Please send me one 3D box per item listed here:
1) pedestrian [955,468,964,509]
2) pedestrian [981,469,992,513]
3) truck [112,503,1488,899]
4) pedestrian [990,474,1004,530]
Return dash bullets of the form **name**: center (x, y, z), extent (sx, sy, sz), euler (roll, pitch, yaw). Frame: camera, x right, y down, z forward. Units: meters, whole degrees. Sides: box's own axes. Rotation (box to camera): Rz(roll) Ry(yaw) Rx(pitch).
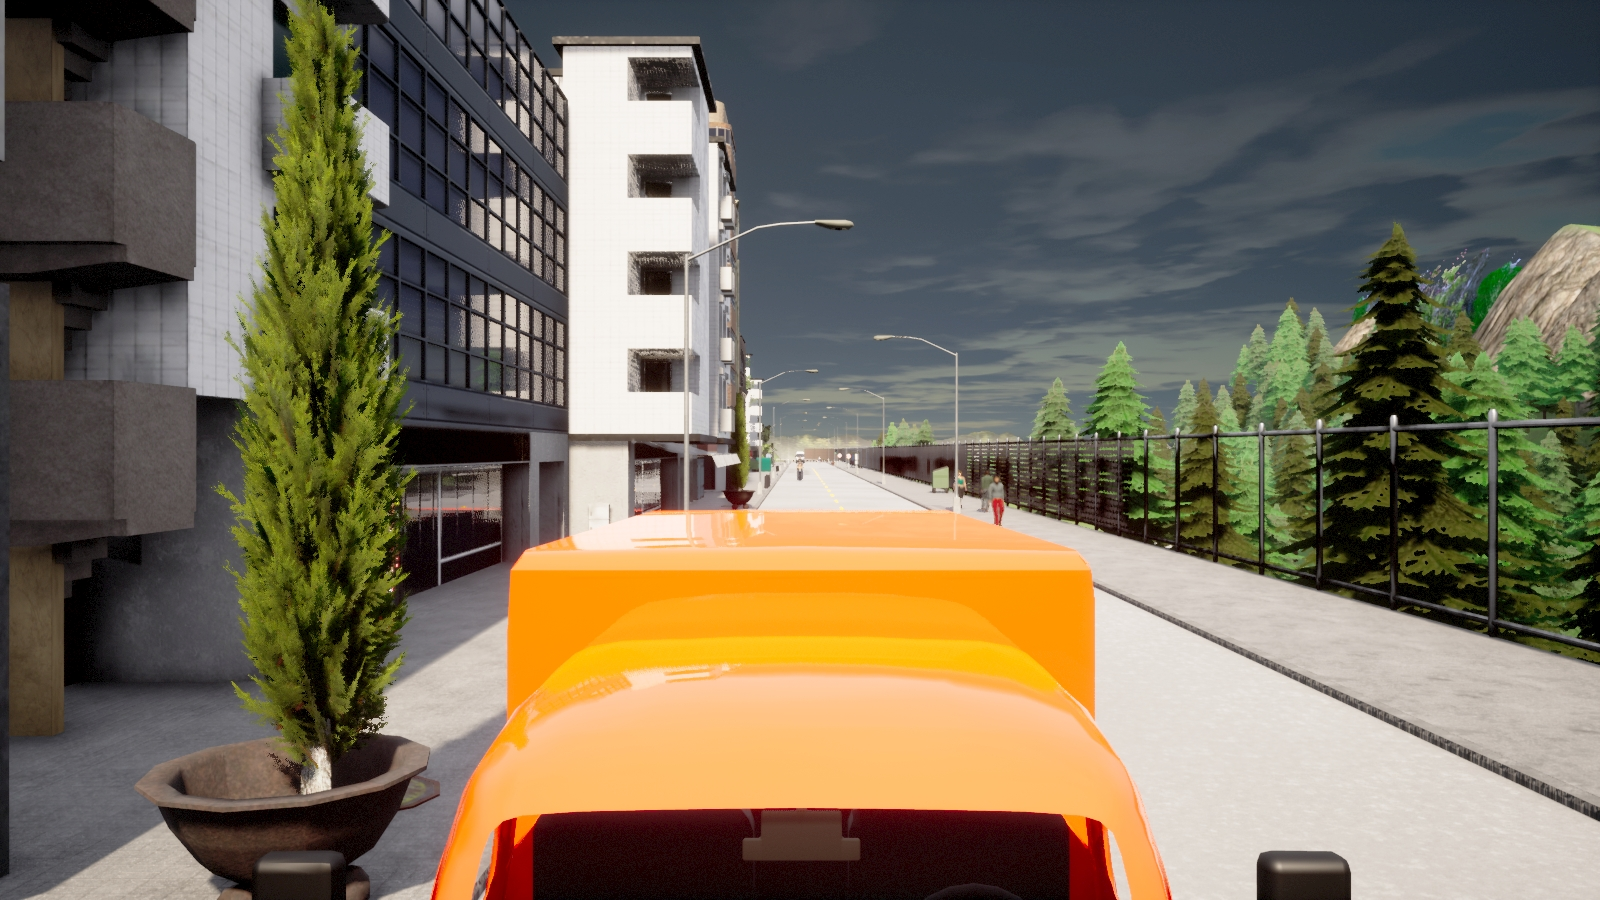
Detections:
- **pedestrian**: center (7.258, 1.765, 51.964), extent (0.375, 1.860, 0.375), euler (0, 0, -2)
- **pedestrian**: center (8.060, 1.764, 49.406), extent (0.375, 1.860, 0.375), euler (0, 0, -4)
- **truck**: center (0.000, 1.571, 4.781), extent (2.627, 2.467, 5.204), euler (0, 0, 0)
- **pedestrian**: center (6.681, 1.760, 38.775), extent (0.375, 1.860, 0.375), euler (0, 0, -2)
